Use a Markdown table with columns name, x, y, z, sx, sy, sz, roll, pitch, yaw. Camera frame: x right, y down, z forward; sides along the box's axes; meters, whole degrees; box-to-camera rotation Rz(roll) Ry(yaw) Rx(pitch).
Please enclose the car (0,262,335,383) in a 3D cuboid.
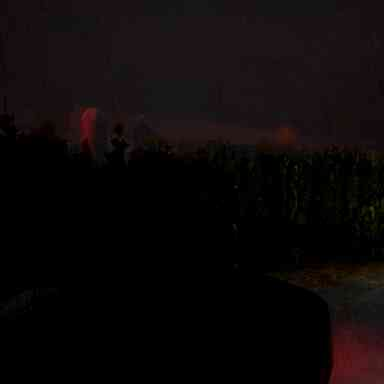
| name | x | y | z | sx | sy | sz | roll | pitch | yaw |
| --- | --- | --- | --- | --- | --- | --- | --- | --- | --- |
| car | -0.880 | 1.478 | 2.923 | 5.008 | 1.535 | 1.882 | 0 | 0 | -32 |
